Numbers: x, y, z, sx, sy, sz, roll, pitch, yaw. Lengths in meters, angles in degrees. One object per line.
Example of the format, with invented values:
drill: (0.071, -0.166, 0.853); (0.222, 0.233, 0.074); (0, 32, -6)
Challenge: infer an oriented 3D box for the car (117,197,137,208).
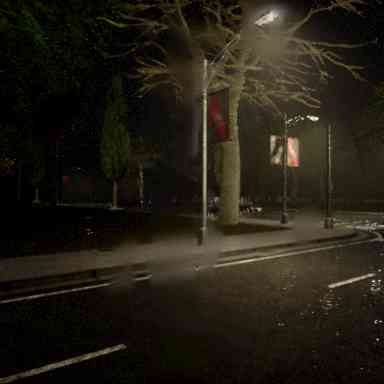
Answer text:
car: (-11.192, 1.858, 53.869); (1.994, 1.385, 4.181); (0, -1, -35)

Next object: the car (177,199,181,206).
car: (-3.698, 1.878, 60.251); (1.812, 1.442, 4.674); (0, -1, -35)

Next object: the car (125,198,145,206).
car: (-11.200, 1.886, 65.004); (1.882, 1.535, 5.008); (0, -1, -36)

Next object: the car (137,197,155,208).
car: (-8.598, 1.663, 55.829); (2.097, 1.767, 4.553); (0, -1, -35)

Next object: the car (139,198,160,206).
car: (-8.569, 1.903, 66.913); (1.882, 1.535, 5.008); (0, -1, -36)

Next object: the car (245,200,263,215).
car: (5.521, 1.648, 36.268); (2.128, 1.511, 4.902); (0, 0, -36)

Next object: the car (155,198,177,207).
car: (-5.061, 1.795, 56.638); (1.882, 1.535, 5.008); (0, -1, -36)

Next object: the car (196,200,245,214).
car: (2.603, 1.690, 34.755); (2.033, 1.411, 5.357); (0, 0, -36)
